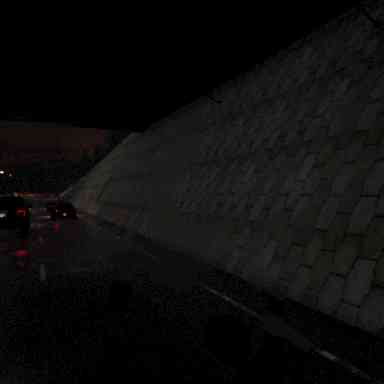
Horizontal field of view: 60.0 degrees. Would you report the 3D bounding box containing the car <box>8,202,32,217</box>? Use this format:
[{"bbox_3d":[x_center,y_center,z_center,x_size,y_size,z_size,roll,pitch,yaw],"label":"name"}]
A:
[{"bbox_3d":[-17.381,1.707,33.766,1.895,1.301,4.718,0,0,-25],"label":"car"}]

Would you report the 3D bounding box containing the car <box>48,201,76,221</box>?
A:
[{"bbox_3d":[-11.000,1.603,28.346,1.812,1.442,4.674,0,0,-25],"label":"car"}]

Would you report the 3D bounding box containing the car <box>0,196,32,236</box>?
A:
[{"bbox_3d":[-10.318,1.274,18.590,2.150,2.045,5.566,0,-1,-25],"label":"car"}]
